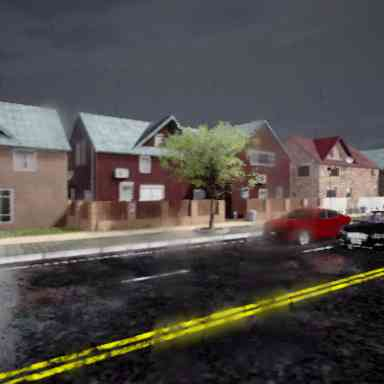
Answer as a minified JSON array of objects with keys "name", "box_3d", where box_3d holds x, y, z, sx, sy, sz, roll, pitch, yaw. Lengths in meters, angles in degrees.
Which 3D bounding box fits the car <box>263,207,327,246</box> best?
[{"name":"car","box_3d":[5.466,1.480,15.568,5.008,1.535,1.882,0,0,-35]}]

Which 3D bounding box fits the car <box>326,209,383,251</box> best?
[{"name":"car","box_3d":[7.831,1.495,13.262,4.902,1.511,2.128,0,0,-35]}]
